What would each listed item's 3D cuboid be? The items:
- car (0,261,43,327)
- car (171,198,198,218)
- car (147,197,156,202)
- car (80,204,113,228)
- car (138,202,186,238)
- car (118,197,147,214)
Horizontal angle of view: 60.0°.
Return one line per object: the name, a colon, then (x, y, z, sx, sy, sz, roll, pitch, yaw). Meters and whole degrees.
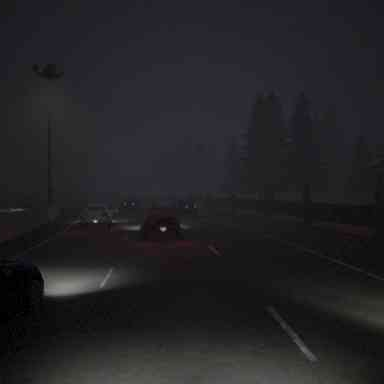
car: (-3.706, 1.524, 4.522, 1.812, 1.442, 4.674, 0, 0, -3)
car: (-1.032, 1.286, 29.599, 2.097, 1.767, 4.553, 0, 0, -17)
car: (-6.278, 1.392, 43.723, 1.882, 1.535, 5.008, 0, 0, -25)
car: (-6.191, 1.490, 21.762, 1.812, 1.442, 4.674, 0, 0, -13)
car: (-1.707, 1.490, 17.317, 1.812, 1.442, 4.674, 0, 0, -10)
car: (-6.530, 1.287, 35.053, 2.097, 1.767, 4.553, 0, 0, -19)
